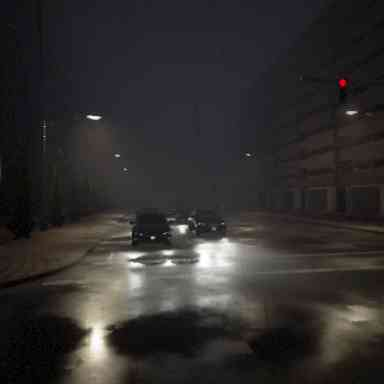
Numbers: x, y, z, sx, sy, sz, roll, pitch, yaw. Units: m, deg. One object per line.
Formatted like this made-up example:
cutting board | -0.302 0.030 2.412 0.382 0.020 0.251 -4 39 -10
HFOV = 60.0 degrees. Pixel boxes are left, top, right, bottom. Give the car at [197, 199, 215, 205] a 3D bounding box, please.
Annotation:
car | 2.208 2.278 61.179 2.150 2.045 5.566 0 -1 -8

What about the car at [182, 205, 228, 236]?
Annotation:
car | 0.888 1.851 21.117 2.128 1.511 4.902 0 -1 -8

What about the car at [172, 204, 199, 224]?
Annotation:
car | -0.385 2.094 29.922 1.994 1.385 4.181 0 -1 -7

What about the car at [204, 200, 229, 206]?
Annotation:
car | 3.734 2.409 51.091 2.033 1.411 5.357 0 -1 -8

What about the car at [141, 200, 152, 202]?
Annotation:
car | -7.313 2.240 53.693 2.150 2.045 5.566 0 -1 -8

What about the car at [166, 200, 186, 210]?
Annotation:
car | -1.980 1.963 40.810 2.150 2.045 5.566 0 -1 -8

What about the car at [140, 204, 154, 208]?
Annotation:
car | -3.419 1.977 26.389 1.882 1.535 5.008 0 -1 -8

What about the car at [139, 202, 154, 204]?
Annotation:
car | -5.030 2.203 37.458 2.128 1.511 4.902 0 -1 -8

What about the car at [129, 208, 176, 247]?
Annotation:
car | -2.072 1.825 17.102 1.837 1.490 4.892 0 -1 -8
